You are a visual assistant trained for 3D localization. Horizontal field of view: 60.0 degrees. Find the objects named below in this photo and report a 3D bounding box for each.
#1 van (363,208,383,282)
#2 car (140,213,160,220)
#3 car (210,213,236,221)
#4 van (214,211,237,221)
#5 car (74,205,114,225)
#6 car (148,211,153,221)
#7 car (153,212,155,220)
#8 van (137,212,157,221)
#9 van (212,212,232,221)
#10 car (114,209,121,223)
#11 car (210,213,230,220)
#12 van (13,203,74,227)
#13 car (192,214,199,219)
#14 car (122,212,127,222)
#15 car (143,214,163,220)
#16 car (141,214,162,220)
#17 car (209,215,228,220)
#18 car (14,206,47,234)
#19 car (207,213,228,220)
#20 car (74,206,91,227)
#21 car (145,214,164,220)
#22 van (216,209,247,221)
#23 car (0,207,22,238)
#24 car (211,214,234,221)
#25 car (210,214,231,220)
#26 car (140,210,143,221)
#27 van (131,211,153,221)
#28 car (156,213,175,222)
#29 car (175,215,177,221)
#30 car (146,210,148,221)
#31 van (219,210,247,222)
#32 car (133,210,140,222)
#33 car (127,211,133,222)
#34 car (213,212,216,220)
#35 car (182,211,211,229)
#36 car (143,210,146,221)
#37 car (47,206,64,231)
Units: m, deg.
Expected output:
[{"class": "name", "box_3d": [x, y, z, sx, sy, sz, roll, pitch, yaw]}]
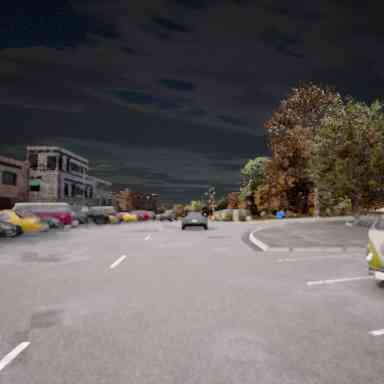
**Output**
[{"class": "van", "box_3d": [6.296, 1.315, 8.149, 4.442, 1.987, 1.878, 1, -1, -20]}, {"class": "car", "box_3d": [-10.634, 6.208, 83.588, 4.553, 1.767, 2.185, 1, -5, -19]}, {"class": "car", "box_3d": [6.918, 5.623, 74.465, 5.366, 1.575, 1.946, 2, -4, -19]}, {"class": "van", "box_3d": [7.165, 5.187, 71.650, 4.442, 1.987, 1.878, 2, -5, -19]}, {"class": "car", "box_3d": [-11.227, 2.342, 33.887, 5.566, 2.045, 2.435, 1, -4, -19]}, {"class": "car", "box_3d": [-10.906, 4.505, 63.119, 5.566, 2.045, 2.435, 1, -4, -19]}, {"class": "car", "box_3d": [-10.770, 5.074, 68.979, 4.553, 1.767, 2.185, 1, -4, -19]}, {"class": "van", "box_3d": [-10.575, 5.653, 77.796, 4.442, 1.987, 1.878, 1, -5, -19]}, {"class": "van", "box_3d": [7.280, 5.870, 80.459, 4.442, 1.987, 1.878, 2, -5, -19]}, {"class": "car", "box_3d": [-11.045, 2.805, 36.850, 5.366, 1.575, 1.946, 1, -5, -19]}, {"class": "car", "box_3d": [7.224, 6.423, 86.268, 4.553, 1.767, 2.185, 2, -5, -19]}, {"class": "van", "box_3d": [-11.435, 1.826, 25.057, 4.442, 1.987, 1.878, 0, -2, -20]}, {"class": "car", "box_3d": [0.930, 6.848, 92.026, 1.837, 1.490, 4.892, 0, -5, 1]}, {"class": "car", "box_3d": [-11.178, 3.266, 42.626, 4.792, 1.488, 2.163, 1, -4, -19]}, {"class": "car", "box_3d": [-10.495, 6.824, 89.443, 4.792, 1.488, 2.163, 1, -5, -19]}, {"class": "car", "box_3d": [-10.568, 6.564, 86.509, 4.892, 1.521, 2.231, 1, -5, -19]}, {"class": "car", "box_3d": [7.356, 7.044, 92.148, 4.792, 1.488, 2.163, 2, -5, -19]}, {"class": "car", "box_3d": [-11.535, 1.790, 19.175, 5.366, 1.575, 1.946, 0, -2, -20]}, {"class": "car", "box_3d": [7.347, 6.993, 95.079, 5.566, 2.045, 2.435, 2, -4, -19]}, {"class": "car", "box_3d": [-11.292, 2.212, 28.003, 4.892, 1.521, 2.231, 0, -3, -20]}, {"class": "car", "box_3d": [-10.493, 7.026, 92.362, 4.892, 1.521, 2.231, 1, -5, -19]}, {"class": "van", "box_3d": [6.708, 3.850, 53.952, 4.442, 1.987, 1.878, 2, -4, -19]}, {"class": "car", "box_3d": [-11.384, 1.695, 16.321, 4.892, 1.521, 2.231, 0, -2, -20]}, {"class": "car", "box_3d": [7.124, 5.861, 77.463, 4.892, 1.521, 2.231, 2, -5, -19]}, {"class": "car", "box_3d": [7.238, 6.350, 83.341, 4.792, 1.488, 2.163, 2, -5, -19]}, {"class": "car", "box_3d": [-10.963, 4.130, 54.342, 4.792, 1.488, 2.163, 1, -5, -19]}, {"class": "van", "box_3d": [-10.870, 5.198, 71.861, 4.442, 1.987, 1.878, 1, -4, -19]}, {"class": "car", "box_3d": [-4.566, 4.455, 58.243, 2.033, 1.411, 5.357, 0, -4, 1]}, {"class": "car", "box_3d": [-4.315, 5.650, 73.923, 1.994, 1.385, 4.181, 0, -4, 1]}, {"class": "car", "box_3d": [-10.952, 4.411, 60.195, 4.553, 1.767, 2.185, 1, -5, -19]}, {"class": "van", "box_3d": [6.966, 4.078, 56.974, 4.442, 1.987, 1.878, 2, -5, -19]}, {"class": "car", "box_3d": [-11.210, 3.878, 51.350, 5.366, 1.575, 1.946, 1, -4, -19]}, {"class": "car", "box_3d": [-11.290, 3.447, 45.505, 5.366, 1.575, 1.946, 1, -4, -19]}, {"class": "car", "box_3d": [6.936, 4.778, 62.780, 4.674, 1.452, 2.002, 2, -4, -19]}, {"class": "car", "box_3d": [0.204, 2.206, 26.730, 1.994, 1.385, 4.181, -1, -2, 0]}, {"class": "car", "box_3d": [-10.948, 4.319, 57.262, 4.892, 1.521, 2.231, 1, -4, -19]}, {"class": "car", "box_3d": [-11.351, 1.914, 22.166, 4.892, 1.521, 2.231, 0, -3, -20]}]
